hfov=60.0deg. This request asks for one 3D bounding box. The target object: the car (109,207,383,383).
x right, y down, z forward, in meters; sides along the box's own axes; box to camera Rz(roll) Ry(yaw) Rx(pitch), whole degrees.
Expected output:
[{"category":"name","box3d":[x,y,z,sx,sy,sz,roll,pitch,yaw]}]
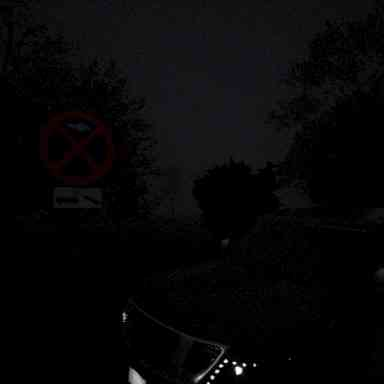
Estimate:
[{"category":"car","box3d":[1.792,1.254,4.380,5.566,2.045,2.150,1,0,-36]}]
